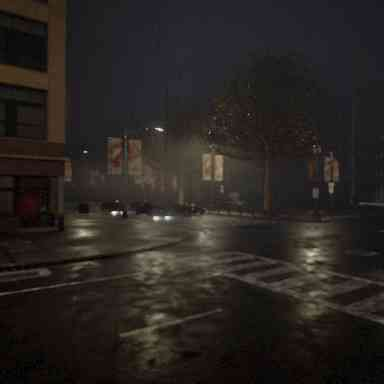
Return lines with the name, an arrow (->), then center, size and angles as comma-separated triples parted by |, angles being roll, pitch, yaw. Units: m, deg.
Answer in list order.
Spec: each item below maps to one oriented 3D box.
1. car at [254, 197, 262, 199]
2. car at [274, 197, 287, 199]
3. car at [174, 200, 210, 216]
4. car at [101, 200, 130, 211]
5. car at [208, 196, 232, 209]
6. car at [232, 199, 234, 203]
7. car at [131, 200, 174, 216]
car -> 17.175, 1.879, 82.862 | 1.895, 1.301, 4.718 | 0, 0, -36
car -> 17.996, 1.686, 68.930 | 2.002, 1.452, 4.674 | 0, 0, -36
car -> -0.587, 1.732, 34.734 | 1.895, 1.301, 4.718 | 0, 0, -36
car -> -9.910, 1.670, 41.754 | 1.994, 1.385, 4.181 | 0, 0, -35
car -> 3.218, 1.560, 49.484 | 2.097, 1.767, 4.553 | 0, 0, -36
car -> 7.522, 1.750, 76.416 | 2.161, 1.482, 4.786 | 0, 0, -36
car -> -4.079, 1.671, 33.602 | 1.994, 1.385, 4.181 | 0, 0, -36
